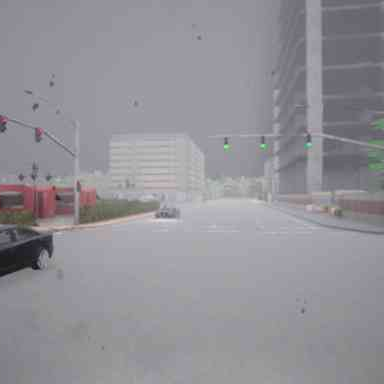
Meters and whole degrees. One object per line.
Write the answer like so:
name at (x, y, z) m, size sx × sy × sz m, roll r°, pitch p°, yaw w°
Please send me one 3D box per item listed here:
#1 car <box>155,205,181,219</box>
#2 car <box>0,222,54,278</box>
car at (-2.404, 2.004, 33.961) m, size 1.994 × 1.385 × 4.181 m, roll 0°, pitch -1°, yaw 8°
car at (-5.780, 1.660, 9.133) m, size 1.882 × 1.535 × 5.008 m, roll 0°, pitch -1°, yaw 8°
